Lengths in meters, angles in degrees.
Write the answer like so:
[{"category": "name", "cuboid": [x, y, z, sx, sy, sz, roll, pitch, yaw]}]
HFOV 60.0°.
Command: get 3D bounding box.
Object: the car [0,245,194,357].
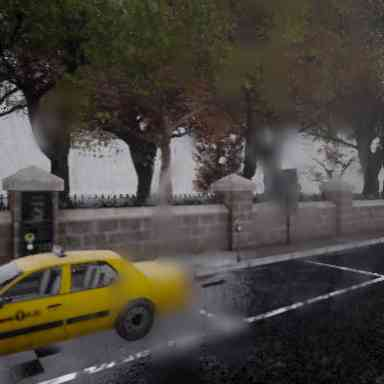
[{"category": "car", "cuboid": [-2.254, 1.525, 4.954, 4.829, 1.417, 1.752, 0, 0, -35]}]
